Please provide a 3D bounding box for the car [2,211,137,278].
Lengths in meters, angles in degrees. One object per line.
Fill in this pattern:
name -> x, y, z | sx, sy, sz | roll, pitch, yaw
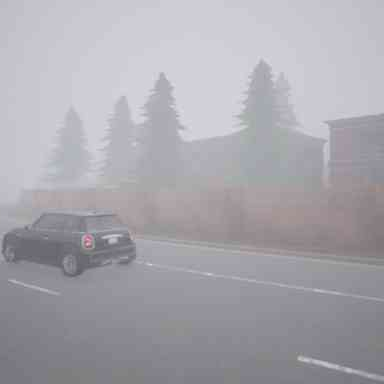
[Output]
car -> -3.928, 1.363, 10.408 | 4.553, 1.767, 2.097 | 0, 0, 35
